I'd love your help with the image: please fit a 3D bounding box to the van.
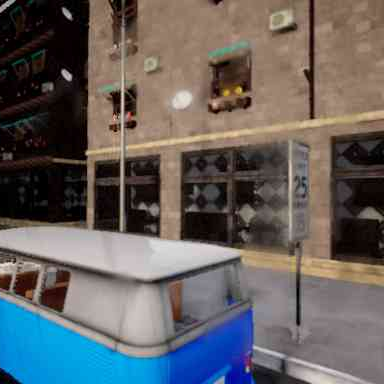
[{"bbox_3d":[-1.257,1.378,3.894,3.998,1.788,1.690,0,-1,38],"label":"van"}]
